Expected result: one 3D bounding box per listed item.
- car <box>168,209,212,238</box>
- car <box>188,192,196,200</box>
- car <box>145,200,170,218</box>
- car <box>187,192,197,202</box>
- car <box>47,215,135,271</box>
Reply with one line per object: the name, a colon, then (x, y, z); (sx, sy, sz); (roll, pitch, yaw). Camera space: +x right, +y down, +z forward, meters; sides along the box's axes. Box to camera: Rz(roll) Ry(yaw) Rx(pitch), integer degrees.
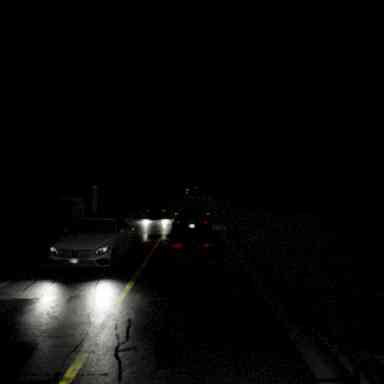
car: (0.001, 1.571, 17.721); (1.994, 1.385, 4.181); (0, 0, 0)
car: (0.005, 1.087, 86.079); (2.150, 2.045, 5.566); (0, 0, 0)
car: (-3.034, 1.478, 29.956); (1.882, 1.535, 5.008); (0, 0, 1)
car: (0.005, 1.210, 75.656); (2.150, 2.045, 5.566); (0, 0, 0)
car: (-3.082, 1.531, 11.065); (1.812, 1.442, 4.674); (0, 0, 0)
